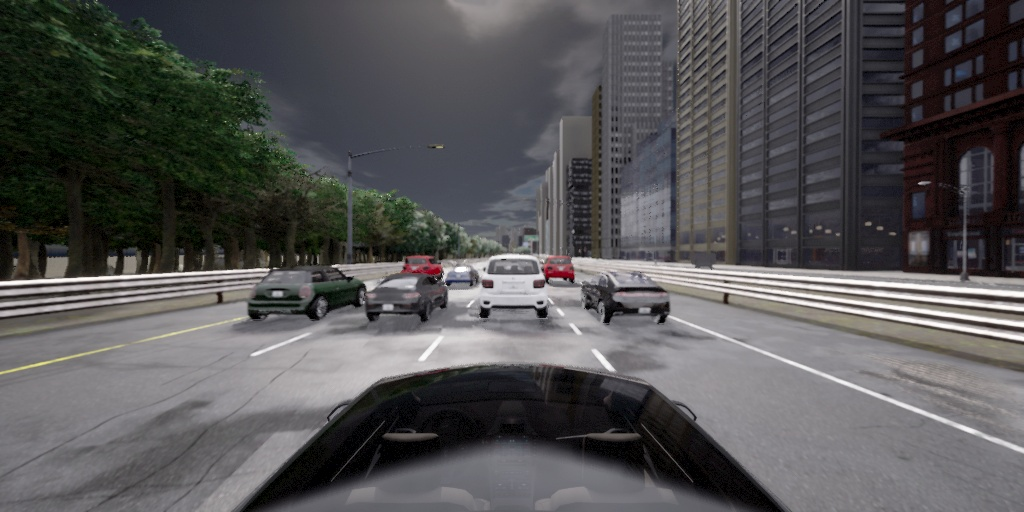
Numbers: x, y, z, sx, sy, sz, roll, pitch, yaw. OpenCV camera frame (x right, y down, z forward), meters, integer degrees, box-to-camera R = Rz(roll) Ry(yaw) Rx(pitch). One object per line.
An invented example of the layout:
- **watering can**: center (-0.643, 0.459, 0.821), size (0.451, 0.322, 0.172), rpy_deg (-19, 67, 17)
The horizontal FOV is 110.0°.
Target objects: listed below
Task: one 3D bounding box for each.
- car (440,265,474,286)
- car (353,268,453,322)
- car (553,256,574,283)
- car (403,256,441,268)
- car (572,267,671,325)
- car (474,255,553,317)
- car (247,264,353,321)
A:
- **car**: center (-3.474, 1.354, 25.814), size (2.033, 1.411, 5.357), rpy_deg (0, 0, 0)
- **car**: center (-3.443, 1.298, 12.347), size (1.812, 1.442, 4.674), rpy_deg (0, -1, 1)
- **car**: center (3.537, 1.037, 28.420), size (2.150, 2.045, 5.566), rpy_deg (0, 0, 0)
- **car**: center (-6.963, 1.038, 28.375), size (2.150, 2.045, 5.566), rpy_deg (0, 0, 0)
- **car**: center (3.552, 1.260, 11.983), size (2.128, 1.511, 4.902), rpy_deg (0, 0, 0)
- **car**: center (0.060, 0.996, 13.333), size (2.150, 2.045, 5.566), rpy_deg (0, 0, 0)
- **car**: center (-6.941, 1.128, 12.779), size (2.097, 1.767, 4.553), rpy_deg (0, 0, 1)
